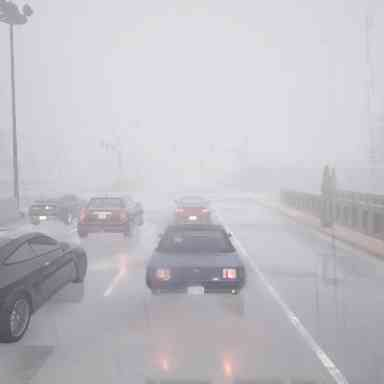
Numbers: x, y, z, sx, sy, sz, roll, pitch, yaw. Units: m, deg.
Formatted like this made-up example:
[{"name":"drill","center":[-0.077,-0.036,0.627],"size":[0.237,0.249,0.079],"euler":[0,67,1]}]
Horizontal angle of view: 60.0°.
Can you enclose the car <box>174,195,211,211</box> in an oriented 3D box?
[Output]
[{"name":"car","center":[0.023,0.878,17.361],"size":[1.812,1.442,4.674],"euler":[0,3,0]}]

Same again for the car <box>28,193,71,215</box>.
[{"name":"car","center":[-6.981,0.820,17.926],"size":[1.837,1.490,4.892],"euler":[0,3,0]}]

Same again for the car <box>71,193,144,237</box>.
[{"name":"car","center":[-3.466,0.841,14.932],"size":[2.097,1.767,4.553],"euler":[0,3,0]}]

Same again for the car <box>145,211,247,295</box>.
[{"name":"car","center":[0.069,1.429,8.290],"size":[1.895,1.301,4.718],"euler":[0,2,0]}]

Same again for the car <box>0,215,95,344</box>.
[{"name":"car","center":[-3.425,1.426,6.137],"size":[1.812,1.442,4.674],"euler":[0,2,0]}]
